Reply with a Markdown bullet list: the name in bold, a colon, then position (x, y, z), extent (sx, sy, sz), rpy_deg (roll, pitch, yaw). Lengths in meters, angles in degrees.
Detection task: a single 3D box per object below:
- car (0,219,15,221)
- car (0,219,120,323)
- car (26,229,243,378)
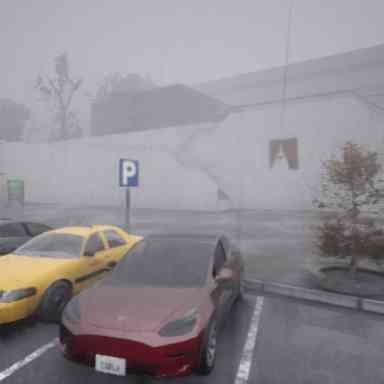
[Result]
- **car**: position (-5.096, 1.486, 9.465), extent (2.163, 1.488, 4.792), rpy_deg (0, -1, 15)
- **car**: position (-2.712, 1.465, 7.521), extent (1.946, 1.575, 5.366), rpy_deg (1, 0, 15)
- **car**: position (-0.245, 1.511, 5.939), extent (2.163, 1.488, 4.792), rpy_deg (1, 0, 16)
